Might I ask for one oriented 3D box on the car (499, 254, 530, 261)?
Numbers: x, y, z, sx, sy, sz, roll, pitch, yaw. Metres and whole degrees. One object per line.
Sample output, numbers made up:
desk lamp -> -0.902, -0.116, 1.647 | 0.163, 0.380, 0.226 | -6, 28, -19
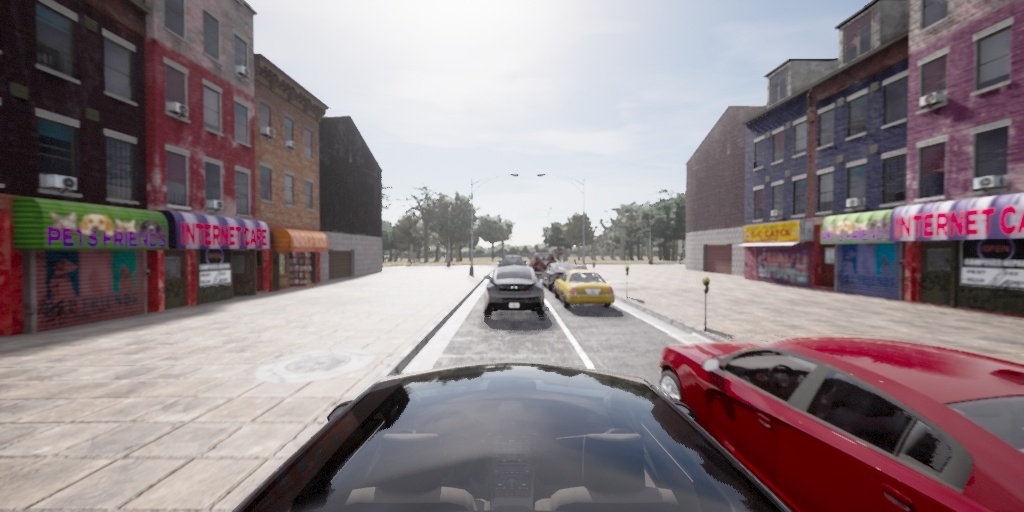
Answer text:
car -> 0.035, 0.722, 26.668 | 2.097, 1.767, 4.553 | 0, 1, 0

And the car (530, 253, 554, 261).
car -> 2.578, 0.631, 30.382 | 2.192, 1.841, 5.009 | 0, 0, 0

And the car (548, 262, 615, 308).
car -> 2.612, 1.085, 13.918 | 1.751, 1.417, 4.829 | 0, 0, 0

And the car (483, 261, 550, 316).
car -> 0.068, 1.086, 12.425 | 1.837, 1.490, 4.892 | 0, 1, 0

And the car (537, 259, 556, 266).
car -> 2.601, 1.029, 19.292 | 2.007, 1.370, 4.403 | 0, 0, 0

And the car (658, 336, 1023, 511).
car -> 2.636, 1.280, 2.660 | 1.888, 1.381, 4.507 | 0, 0, 0
